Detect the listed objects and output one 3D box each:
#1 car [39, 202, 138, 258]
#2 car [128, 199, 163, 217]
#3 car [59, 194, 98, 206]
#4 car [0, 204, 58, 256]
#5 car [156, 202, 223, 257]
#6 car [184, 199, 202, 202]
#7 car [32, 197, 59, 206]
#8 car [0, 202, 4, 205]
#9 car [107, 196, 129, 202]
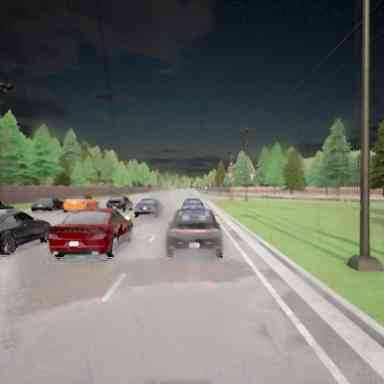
[{"bbox_3d":[-3.418,1.333,12.128,1.882,1.535,5.008,0,0,0],"label":"car"},{"bbox_3d":[-3.416,1.231,26.754,2.033,1.411,5.357,0,1,0],"label":"car"},{"bbox_3d":[-10.409,0.978,31.579,2.097,1.767,4.553,0,1,0],"label":"car"},{"bbox_3d":[-6.920,1.378,12.305,1.812,1.442,4.674,0,1,0],"label":"car"},{"bbox_3d":[0.082,1.345,12.299,2.128,1.511,4.902,0,1,0],"label":"car"},{"bbox_3d":[0.084,1.231,26.763,2.033,1.411,5.357,0,1,0],"label":"car"},{"bbox_3d":[-13.907,1.179,32.484,1.994,1.385,4.181,0,1,0],"label":"car"},{"bbox_3d":[-10.408,1.038,15.437,2.150,2.045,5.566,0,1,0],"label":"car"},{"bbox_3d":[-6.908,1.128,31.868,1.837,1.490,4.892,0,1,0],"label":"car"}]
